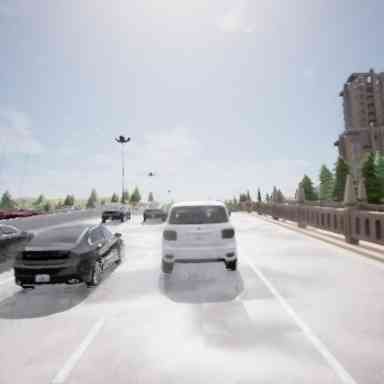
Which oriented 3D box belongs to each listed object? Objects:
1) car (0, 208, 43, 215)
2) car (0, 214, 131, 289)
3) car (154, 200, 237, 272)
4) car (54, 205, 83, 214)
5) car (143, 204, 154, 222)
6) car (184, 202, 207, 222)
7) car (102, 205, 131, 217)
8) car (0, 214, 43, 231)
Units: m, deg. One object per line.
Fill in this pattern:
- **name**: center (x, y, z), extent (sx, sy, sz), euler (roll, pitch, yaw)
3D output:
- **car**: center (-17.326, 2.364, 34.269), extent (1.895, 1.301, 4.718), euler (-2, -1, 1)
- **car**: center (-3.294, 1.670, 9.769), extent (1.837, 1.490, 4.892), euler (-2, 0, 0)
- **car**: center (0.205, 1.303, 11.356), extent (2.150, 2.045, 5.566), euler (-2, 0, 0)
- **car**: center (-13.784, 2.247, 37.397), extent (2.128, 1.511, 4.902), euler (-2, -2, 1)
- **car**: center (-3.204, 1.808, 29.875), extent (2.128, 1.511, 4.902), euler (-2, 0, 0)
- **car**: center (0.295, 1.725, 29.754), extent (1.837, 1.490, 4.892), euler (-2, 0, 0)
- **car**: center (-6.703, 1.915, 29.751), extent (1.837, 1.490, 4.892), euler (-2, 0, 0)
- **car**: center (-6.788, 1.760, 10.874), extent (2.128, 1.511, 4.902), euler (-2, 0, 0)
